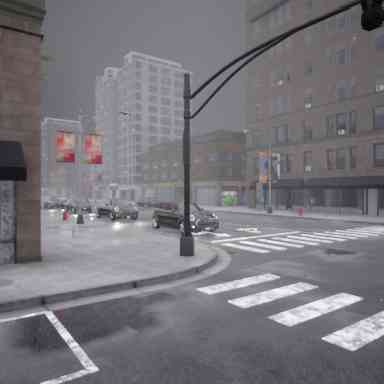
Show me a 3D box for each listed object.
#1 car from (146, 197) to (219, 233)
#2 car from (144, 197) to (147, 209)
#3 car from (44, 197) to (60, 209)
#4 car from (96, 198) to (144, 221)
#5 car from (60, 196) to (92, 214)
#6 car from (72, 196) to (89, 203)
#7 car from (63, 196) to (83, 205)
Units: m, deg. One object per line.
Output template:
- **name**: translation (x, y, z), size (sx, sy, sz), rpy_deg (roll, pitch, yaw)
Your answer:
- **car**: translation (-0.478, 1.341, 19.307), size (2.097, 1.767, 4.553), rpy_deg (0, 0, -36)
- **car**: translation (-5.855, 1.455, 43.728), size (1.837, 1.490, 4.892), rpy_deg (0, 0, -36)
- **car**: translation (-18.278, 1.448, 44.011), size (1.837, 1.490, 4.892), rpy_deg (0, 0, -35)
- **car**: translation (-6.161, 1.327, 27.168), size (2.097, 1.767, 4.553), rpy_deg (0, 0, -36)
- **car**: translation (-12.219, 1.464, 35.562), size (1.837, 1.490, 4.892), rpy_deg (0, 0, -36)
- **car**: translation (-22.211, 1.470, 66.348), size (1.994, 1.385, 4.181), rpy_deg (0, 0, -36)
- **car**: translation (-21.375, 1.466, 59.662), size (2.033, 1.411, 5.357), rpy_deg (0, 0, -36)
